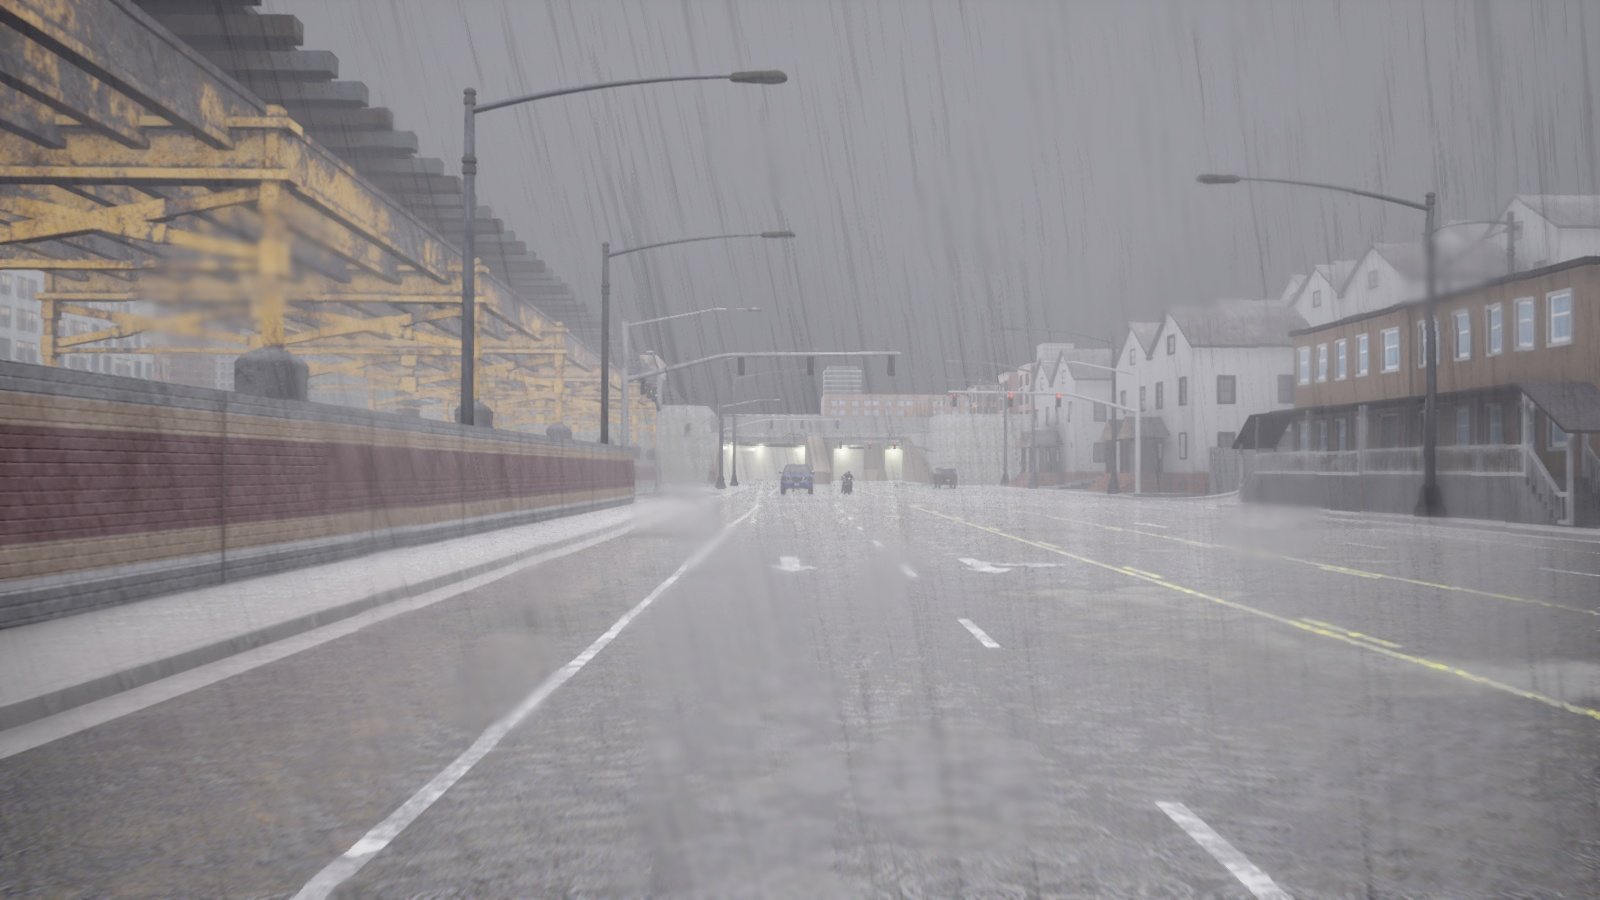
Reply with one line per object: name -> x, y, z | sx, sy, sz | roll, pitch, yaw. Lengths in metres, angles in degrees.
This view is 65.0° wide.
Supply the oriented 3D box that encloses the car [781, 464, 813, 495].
car -> -0.192, 1.973, 85.969 | 2.150, 2.045, 5.566 | 0, -1, 0
